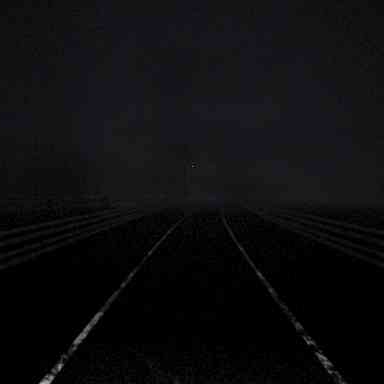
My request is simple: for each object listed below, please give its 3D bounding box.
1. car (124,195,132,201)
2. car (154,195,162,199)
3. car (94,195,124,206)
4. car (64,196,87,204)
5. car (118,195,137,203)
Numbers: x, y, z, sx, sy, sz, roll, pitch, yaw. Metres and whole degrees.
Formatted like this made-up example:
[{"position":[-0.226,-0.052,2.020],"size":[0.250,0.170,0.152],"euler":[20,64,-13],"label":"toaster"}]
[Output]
[{"position":[-12.621,1.468,62.105],"size":[1.895,1.301,4.718],"euler":[0,0,17],"label":"car"},{"position":[-8.616,1.477,86.098],"size":[1.837,1.490,4.892],"euler":[0,0,19],"label":"car"},{"position":[-12.553,1.417,49.808],"size":[1.895,1.301,4.718],"euler":[0,0,16],"label":"car"},{"position":[-18.732,1.329,53.385],"size":[2.128,1.511,4.902],"euler":[0,0,16],"label":"car"},{"position":[-13.605,1.416,70.599],"size":[1.837,1.490,4.892],"euler":[0,0,17],"label":"car"}]
